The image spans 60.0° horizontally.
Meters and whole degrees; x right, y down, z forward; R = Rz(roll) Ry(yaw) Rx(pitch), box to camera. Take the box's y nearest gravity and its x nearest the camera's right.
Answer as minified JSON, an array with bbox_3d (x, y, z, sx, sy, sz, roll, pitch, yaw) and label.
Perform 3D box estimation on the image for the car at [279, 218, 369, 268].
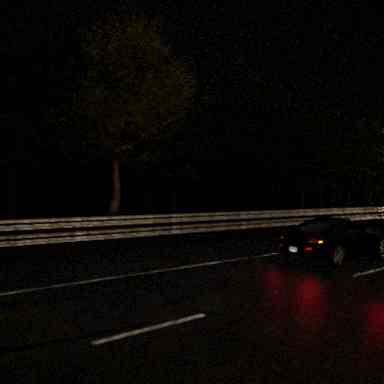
[{"bbox_3d":[5.002,1.622,11.615,4.674,1.442,1.812,1,0,-35],"label":"car"}]

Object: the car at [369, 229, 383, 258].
[{"bbox_3d":[6.690,1.619,8.519,4.674,1.442,1.812,1,0,-35],"label":"car"}]
